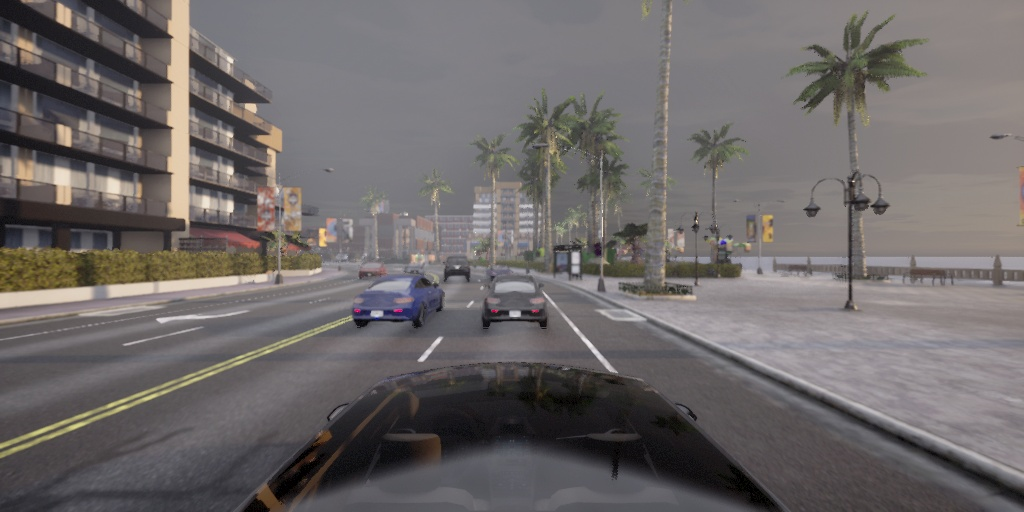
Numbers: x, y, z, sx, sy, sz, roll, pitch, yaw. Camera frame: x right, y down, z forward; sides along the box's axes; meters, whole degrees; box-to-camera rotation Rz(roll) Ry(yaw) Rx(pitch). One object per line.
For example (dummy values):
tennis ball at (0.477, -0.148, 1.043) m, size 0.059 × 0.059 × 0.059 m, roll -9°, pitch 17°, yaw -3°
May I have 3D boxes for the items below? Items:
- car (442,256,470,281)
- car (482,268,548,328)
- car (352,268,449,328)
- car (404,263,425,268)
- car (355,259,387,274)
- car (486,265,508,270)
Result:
car at (-4.812, 1.027, 31.027) m, size 2.150 × 2.045 × 5.566 m, roll 0°, pitch 0°, yaw -10°
car at (0.078, 1.294, 11.347) m, size 1.812 × 1.442 × 4.674 m, roll 0°, pitch 0°, yaw 0°
car at (-3.417, 1.294, 11.402) m, size 1.812 × 1.442 × 4.674 m, roll 0°, pitch 0°, yaw 0°
car at (-9.700, 1.378, 35.673) m, size 1.994 × 1.385 × 4.181 m, roll 0°, pitch 0°, yaw -16°
car at (-12.422, 1.285, 32.219) m, size 1.882 × 1.535 × 5.008 m, roll 0°, pitch 0°, yaw -13°
car at (-1.179, 1.405, 30.391) m, size 1.895 × 1.301 × 4.718 m, roll 0°, pitch 0°, yaw -9°
